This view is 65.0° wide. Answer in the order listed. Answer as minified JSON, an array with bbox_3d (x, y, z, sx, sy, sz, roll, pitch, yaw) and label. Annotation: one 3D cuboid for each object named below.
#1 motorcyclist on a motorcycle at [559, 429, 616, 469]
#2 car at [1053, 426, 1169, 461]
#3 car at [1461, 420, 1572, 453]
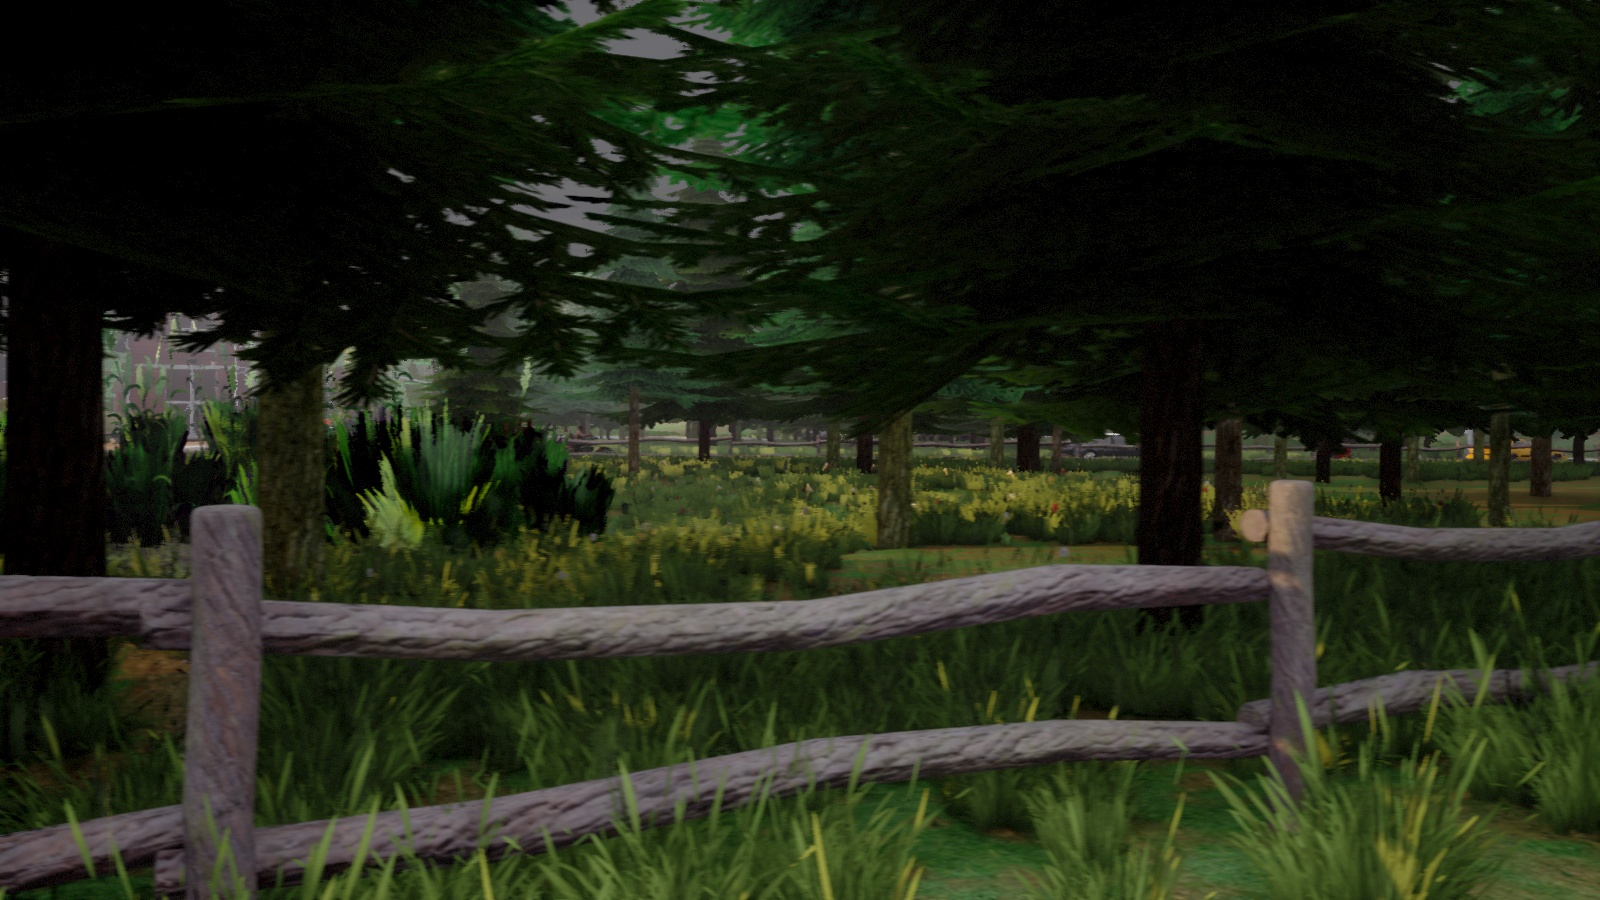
[{"bbox_3d":[-9.032,-0.049,53.389,2.350,1.649,0.766,-1,1,-11],"label":"motorcyclist on a motorcycle"},{"bbox_3d":[14.437,-0.320,58.368,4.892,1.490,1.837,-1,1,-12],"label":"car"},{"bbox_3d":[36.290,-0.709,63.600,5.366,1.575,1.801,-1,1,-19],"label":"car"}]
